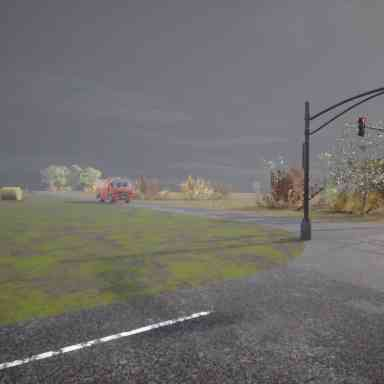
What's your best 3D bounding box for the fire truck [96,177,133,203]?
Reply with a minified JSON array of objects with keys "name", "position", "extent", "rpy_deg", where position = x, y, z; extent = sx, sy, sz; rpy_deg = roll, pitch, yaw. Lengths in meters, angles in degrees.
[{"name":"fire truck","position":[-11.796,-0.354,50.011],"extent":[2.891,3.827,8.468],"rpy_deg":[1,0,-32]}]
